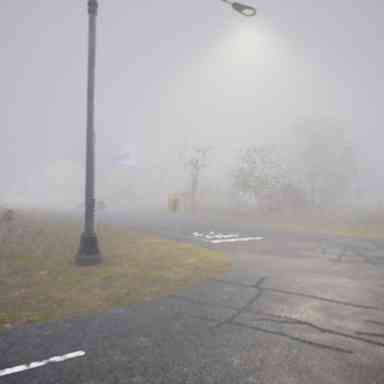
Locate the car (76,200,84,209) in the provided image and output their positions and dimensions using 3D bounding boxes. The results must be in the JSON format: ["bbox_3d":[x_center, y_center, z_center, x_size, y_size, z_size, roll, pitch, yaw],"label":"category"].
[{"bbox_3d":[-18.908,2.085,58.300,1.882,1.535,5.008,1,-1,-32],"label":"car"}]

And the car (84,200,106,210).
[{"bbox_3d":[-14.769,2.046,51.738,2.128,1.511,4.902,1,-1,-31],"label":"car"}]
